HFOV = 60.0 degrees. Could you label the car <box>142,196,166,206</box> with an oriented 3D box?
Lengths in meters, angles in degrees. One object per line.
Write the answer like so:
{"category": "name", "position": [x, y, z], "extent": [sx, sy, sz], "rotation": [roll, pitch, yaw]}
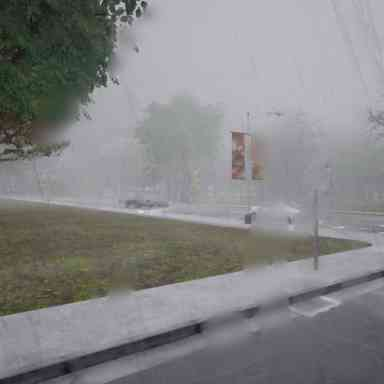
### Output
{"category": "car", "position": [-6.318, 1.489, 54.616], "extent": [1.812, 1.442, 4.674], "rotation": [0, 0, -36]}

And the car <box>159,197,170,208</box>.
{"category": "car", "position": [-4.914, 1.476, 46.759], "extent": [1.837, 1.490, 4.892], "rotation": [0, 0, -35]}

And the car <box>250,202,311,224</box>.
{"category": "car", "position": [6.436, 1.514, 25.155], "extent": [1.812, 1.442, 4.674], "rotation": [0, 0, -35]}

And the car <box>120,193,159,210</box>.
{"category": "car", "position": [-7.081, 1.196, 44.190], "extent": [2.150, 2.045, 5.566], "rotation": [0, 0, -35]}

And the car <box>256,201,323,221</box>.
{"category": "car", "position": [8.156, 1.530, 28.372], "extent": [2.033, 1.411, 5.357], "rotation": [0, 0, -35]}

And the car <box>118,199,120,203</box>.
{"category": "car", "position": [-12.312, 1.486, 63.028], "extent": [1.812, 1.442, 4.674], "rotation": [0, 0, -35]}
